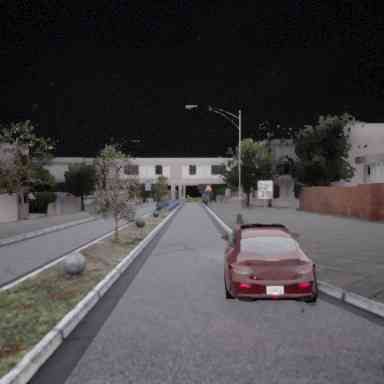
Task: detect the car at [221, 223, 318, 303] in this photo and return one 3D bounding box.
[{"bbox_3d":[1.719,1.490,8.136,1.812,1.442,4.674,-2,2,7],"label":"car"}]
